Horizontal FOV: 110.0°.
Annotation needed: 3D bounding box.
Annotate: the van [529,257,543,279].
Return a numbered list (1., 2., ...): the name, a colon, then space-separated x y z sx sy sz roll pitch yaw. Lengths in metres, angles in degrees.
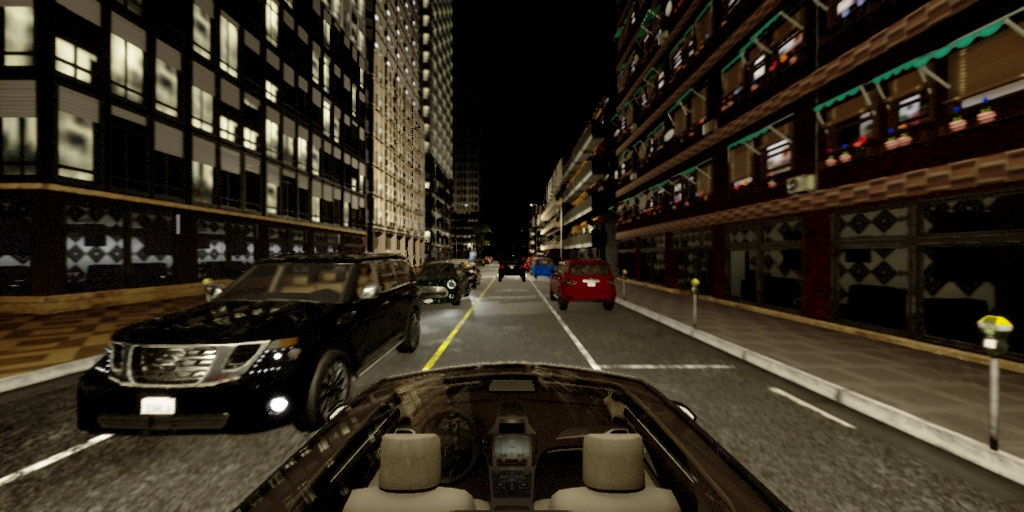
1. van: 2.680 1.057 31.149 1.690 1.789 3.998 0 0 0

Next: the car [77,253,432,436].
1. car: -3.095 0.966 5.920 2.150 2.045 5.566 0 0 0

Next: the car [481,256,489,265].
1. car: -5.710 1.240 64.450 2.007 1.370 4.403 0 0 0

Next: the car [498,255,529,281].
1. car: 0.017 0.942 29.646 2.150 2.045 5.566 0 0 0

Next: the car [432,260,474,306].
1. car: -3.098 1.086 15.621 2.097 1.767 4.553 0 0 0

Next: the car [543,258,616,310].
1. car: 2.686 1.050 14.496 2.192 1.841 5.009 0 0 0

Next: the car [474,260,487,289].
1. car: -3.007 1.217 22.893 2.128 1.511 4.902 0 0 0
